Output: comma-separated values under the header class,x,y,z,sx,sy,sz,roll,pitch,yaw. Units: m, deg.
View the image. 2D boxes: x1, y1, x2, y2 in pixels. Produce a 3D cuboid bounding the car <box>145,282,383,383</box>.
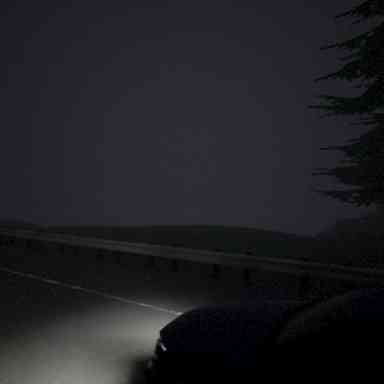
class,x,y,z,sx,sy,sz,roll,pitch,yaw
car,1.706,1.519,2.672,4.674,1.442,1.812,-1,0,37
